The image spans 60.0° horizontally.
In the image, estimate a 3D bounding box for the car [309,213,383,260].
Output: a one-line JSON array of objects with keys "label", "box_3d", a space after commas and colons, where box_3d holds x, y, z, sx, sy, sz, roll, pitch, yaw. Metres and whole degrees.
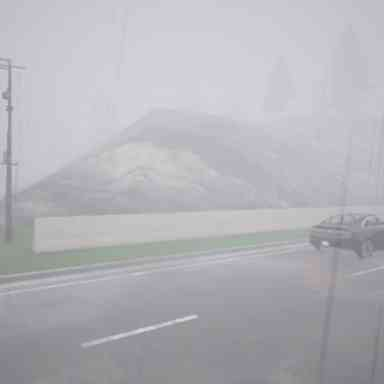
[{"label": "car", "box_3d": [6.552, 1.563, 12.784, 4.902, 1.511, 2.128, 0, 0, -35]}]
